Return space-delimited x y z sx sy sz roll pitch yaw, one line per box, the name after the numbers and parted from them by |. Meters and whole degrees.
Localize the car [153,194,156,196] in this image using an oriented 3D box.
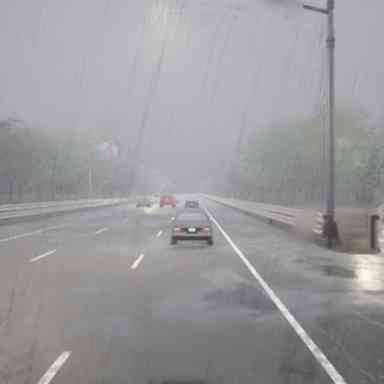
-7.020 1.336 69.668 2.150 2.045 5.566 0 0 0 | car

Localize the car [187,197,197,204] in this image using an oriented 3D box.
-0.021 1.706 70.015 1.895 1.301 4.718 0 0 0 | car

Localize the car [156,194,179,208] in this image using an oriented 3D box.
-3.514 1.293 48.679 2.150 2.045 5.566 0 0 0 | car

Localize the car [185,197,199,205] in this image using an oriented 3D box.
-0.012 1.546 47.194 1.882 1.535 5.008 0 0 0 | car

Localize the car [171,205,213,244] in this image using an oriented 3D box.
-0.005 1.550 15.675 2.033 1.411 5.357 0 0 0 | car

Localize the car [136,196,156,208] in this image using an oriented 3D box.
-7.012 1.637 49.294 1.994 1.385 4.181 0 0 0 | car
